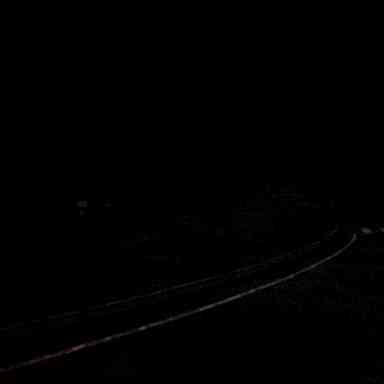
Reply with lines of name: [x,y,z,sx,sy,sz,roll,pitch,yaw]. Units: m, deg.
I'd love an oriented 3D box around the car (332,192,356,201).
car: [39.217,1.479,84.793,5.008,1.535,2.097,0,4,-8]

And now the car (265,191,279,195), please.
car: [22.733,1.228,88.962,4.792,1.488,2.163,-2,3,-10]

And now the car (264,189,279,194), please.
car: [23.222,0.887,91.850,4.553,1.767,2.185,-1,4,-10]

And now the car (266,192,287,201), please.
car: [22.217,1.426,86.052,4.674,1.452,2.002,-1,3,-10]
